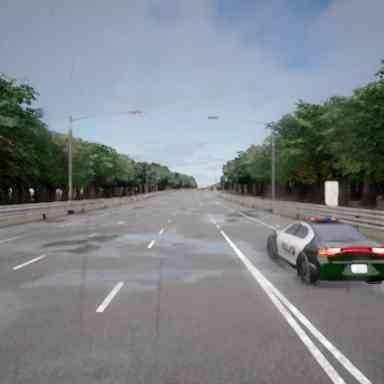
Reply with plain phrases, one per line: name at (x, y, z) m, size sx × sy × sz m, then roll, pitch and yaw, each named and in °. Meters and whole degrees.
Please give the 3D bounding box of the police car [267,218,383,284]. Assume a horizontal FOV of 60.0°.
police car at (3.639, 1.522, 9.774) m, size 2.038 × 1.542 × 4.974 m, roll 0°, pitch 0°, yaw -2°
